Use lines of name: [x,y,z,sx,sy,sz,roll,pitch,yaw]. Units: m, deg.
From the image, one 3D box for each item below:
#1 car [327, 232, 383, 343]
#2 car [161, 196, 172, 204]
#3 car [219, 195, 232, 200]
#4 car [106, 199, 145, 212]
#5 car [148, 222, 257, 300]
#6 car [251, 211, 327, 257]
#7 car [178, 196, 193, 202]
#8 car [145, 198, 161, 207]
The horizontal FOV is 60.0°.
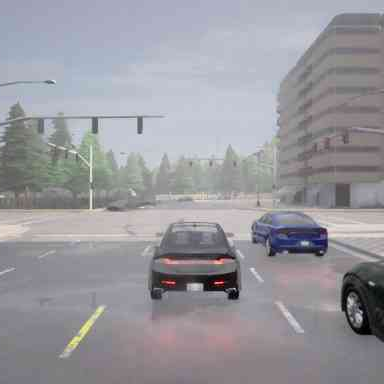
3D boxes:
car: [3.600,1.352,3.877,2.097,1.767,4.553,0,0,0]
car: [-5.165,1.525,63.178,1.812,1.442,4.674,0,0,16]
car: [8.240,1.498,84.701,4.674,1.442,1.812,0,0,-41]
car: [-8.016,1.571,39.516,2.033,1.411,5.357,0,1,18]
car: [0.067,1.492,8.383,2.128,1.511,4.902,0,0,0]
car: [3.586,1.478,13.028,1.882,1.535,5.008,0,0,0]
car: [-1.426,1.524,72.792,1.812,1.442,4.674,0,0,27]
car: [-6.688,1.564,52.681,1.994,1.385,4.181,0,0,4]
